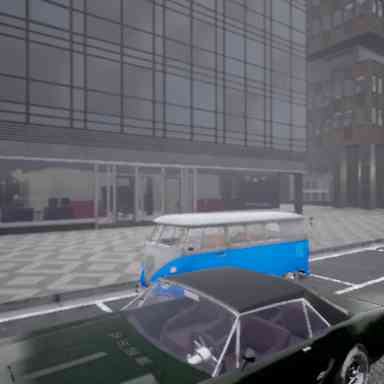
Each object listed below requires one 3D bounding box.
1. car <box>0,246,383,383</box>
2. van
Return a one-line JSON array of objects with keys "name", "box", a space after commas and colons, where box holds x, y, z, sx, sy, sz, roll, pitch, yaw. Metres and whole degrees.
[{"name": "car", "box": [0.106, 1.599, 3.452, 4.718, 1.301, 1.895, 0, 0, -35]}, {"name": "van", "box": [0.826, 1.338, 7.236, 3.998, 1.788, 1.690, 0, 0, -35]}]
